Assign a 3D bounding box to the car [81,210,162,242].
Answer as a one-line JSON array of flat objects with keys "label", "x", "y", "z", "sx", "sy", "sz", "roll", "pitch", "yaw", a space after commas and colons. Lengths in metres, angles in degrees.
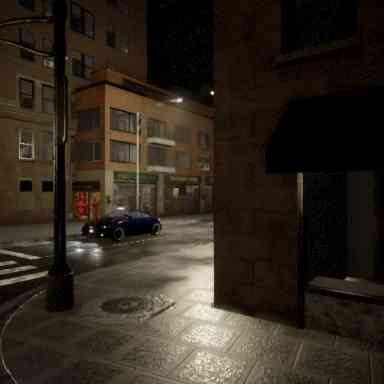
[{"label": "car", "x": -3.424, "y": 1.595, "z": 16.741, "sx": 1.994, "sy": 1.385, "sz": 4.181, "roll": 0, "pitch": 0, "yaw": 35}]
